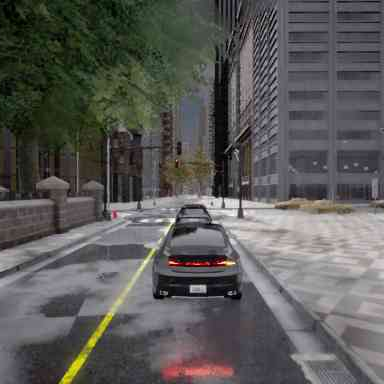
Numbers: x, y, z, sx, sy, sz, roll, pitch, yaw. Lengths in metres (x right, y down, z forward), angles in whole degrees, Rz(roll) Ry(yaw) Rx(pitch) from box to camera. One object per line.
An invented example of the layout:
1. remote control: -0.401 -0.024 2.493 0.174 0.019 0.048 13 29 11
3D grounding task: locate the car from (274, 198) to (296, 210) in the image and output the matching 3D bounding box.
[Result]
1. car: 12.095 1.329 39.022 4.829 1.417 1.752 -1 1 0

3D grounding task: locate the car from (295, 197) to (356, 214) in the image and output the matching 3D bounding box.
1. car: 12.399 1.341 30.496 4.829 1.417 1.752 -1 1 0

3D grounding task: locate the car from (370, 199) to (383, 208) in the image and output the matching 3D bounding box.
1. car: 23.436 1.144 38.962 4.829 1.417 1.752 -1 1 0

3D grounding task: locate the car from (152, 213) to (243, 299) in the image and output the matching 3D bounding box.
1. car: 0.111 1.508 8.435 1.837 1.490 4.892 0 0 0

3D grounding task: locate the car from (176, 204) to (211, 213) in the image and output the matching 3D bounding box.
1. car: 0.094 1.440 18.565 2.033 1.649 4.856 0 0 0
